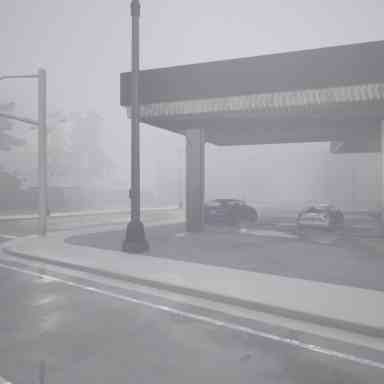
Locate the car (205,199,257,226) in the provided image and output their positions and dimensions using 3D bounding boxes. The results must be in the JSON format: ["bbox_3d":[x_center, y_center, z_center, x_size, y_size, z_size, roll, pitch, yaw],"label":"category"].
[{"bbox_3d":[2.648,1.295,22.587,2.242,1.667,4.611,0,0,37],"label":"car"}]

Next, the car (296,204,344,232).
[{"bbox_3d":[7.722,1.456,19.787,1.970,1.475,3.806,0,0,37],"label":"car"}]
